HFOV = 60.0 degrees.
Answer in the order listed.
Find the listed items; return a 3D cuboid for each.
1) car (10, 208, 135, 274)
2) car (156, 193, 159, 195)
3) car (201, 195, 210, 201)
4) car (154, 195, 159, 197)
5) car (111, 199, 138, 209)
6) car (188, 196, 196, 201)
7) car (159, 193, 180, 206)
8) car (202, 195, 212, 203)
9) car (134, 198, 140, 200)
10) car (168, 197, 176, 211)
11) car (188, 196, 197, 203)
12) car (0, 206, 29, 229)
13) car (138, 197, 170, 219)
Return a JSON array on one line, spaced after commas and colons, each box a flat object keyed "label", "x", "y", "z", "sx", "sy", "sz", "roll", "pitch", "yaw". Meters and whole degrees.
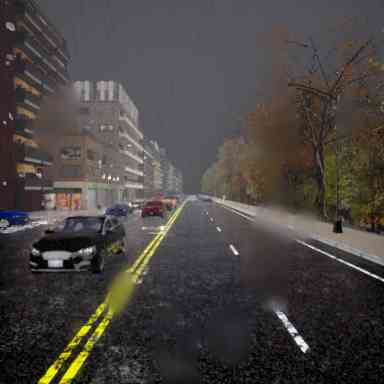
[{"label": "car", "x": -3.349, "y": 1.491, "z": 10.607, "sx": 2.128, "sy": 1.511, "sz": 4.902, "roll": 0, "pitch": 0, "yaw": 0}, {"label": "car", "x": -6.484, "y": 1.238, "z": 68.945, "sx": 2.150, "sy": 2.045, "sz": 5.566, "roll": 0, "pitch": 0, "yaw": 0}, {"label": "car", "x": 3.270, "y": 1.473, "z": 80.198, "sx": 2.033, "sy": 1.411, "sz": 5.357, "roll": 0, "pitch": 0, "yaw": 0}, {"label": "car", "x": -6.579, "y": 1.610, "z": 54.406, "sx": 1.895, "sy": 1.301, "sz": 4.718, "roll": 0, "pitch": 0, "yaw": 0}, {"label": "car", "x": -6.588, "y": 1.645, "z": 31.073, "sx": 1.895, "sy": 1.301, "sz": 4.718, "roll": 0, "pitch": 1, "yaw": 0}, {"label": "car", "x": 0.019, "y": 1.528, "z": 80.229, "sx": 1.895, "sy": 1.301, "sz": 4.718, "roll": 0, "pitch": 0, "yaw": 0}, {"label": "car", "x": -3.333, "y": 1.359, "z": 49.716, "sx": 2.097, "sy": 1.767, "sz": 4.553, "roll": 0, "pitch": 0, "yaw": 0}, {"label": "car", "x": 3.267, "y": 1.604, "z": 70.229, "sx": 1.895, "sy": 1.301, "sz": 4.718, "roll": 0, "pitch": 0, "yaw": 0}, {"label": "car", "x": -6.589, "y": 1.494, "z": 41.322, "sx": 2.128, "sy": 1.511, "sz": 4.902, "roll": 0, "pitch": 0, "yaw": 0}, {"label": "car", "x": -3.338, "y": 1.604, "z": 40.026, "sx": 1.895, "sy": 1.301, "sz": 4.718, "roll": 0, "pitch": 0, "yaw": 0}, {"label": "car", "x": 0.017, "y": 1.604, "z": 70.229, "sx": 1.895, "sy": 1.301, "sz": 4.718, "roll": 0, "pitch": 0, "yaw": 0}, {"label": "car", "x": -13.595, "y": 1.636, "z": 22.494, "sx": 5.008, "sy": 1.535, "sz": 1.882, "roll": -1, "pitch": 0, "yaw": 5}, {"label": "car", "x": -3.349, "y": 1.516, "z": 30.045, "sx": 1.882, "sy": 1.535, "sz": 5.008, "roll": 0, "pitch": 0, "yaw": 0}]
